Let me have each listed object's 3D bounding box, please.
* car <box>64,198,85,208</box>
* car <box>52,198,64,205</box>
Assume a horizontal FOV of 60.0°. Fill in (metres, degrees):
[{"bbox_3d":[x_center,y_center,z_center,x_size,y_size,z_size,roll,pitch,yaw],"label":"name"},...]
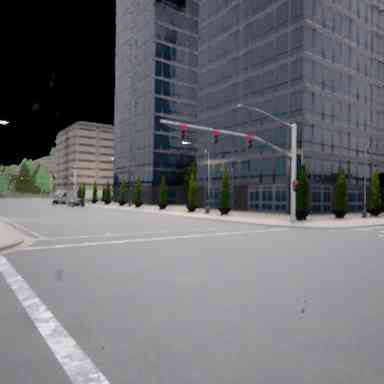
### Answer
[{"bbox_3d":[-18.903,1.731,54.196,1.837,1.490,4.892,1,-1,-35],"label":"car"},{"bbox_3d":[-24.880,1.774,62.702,2.033,1.411,5.357,1,-1,-33],"label":"car"}]
